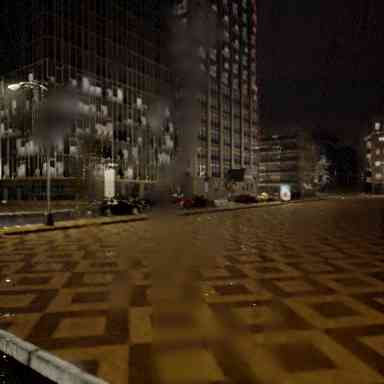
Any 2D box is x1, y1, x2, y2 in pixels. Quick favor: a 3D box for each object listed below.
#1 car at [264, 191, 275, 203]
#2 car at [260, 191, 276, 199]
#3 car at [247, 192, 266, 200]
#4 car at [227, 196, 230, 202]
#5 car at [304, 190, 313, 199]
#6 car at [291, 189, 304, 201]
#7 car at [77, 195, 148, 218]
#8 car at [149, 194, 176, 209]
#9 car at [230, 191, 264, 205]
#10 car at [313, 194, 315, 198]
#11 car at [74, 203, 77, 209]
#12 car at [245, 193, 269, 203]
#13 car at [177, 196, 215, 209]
[{"bbox_3d":[10.295,0.821,47.053,1.752,1.417,4.829,0,1,35],"label":"car"},{"bbox_3d":[15.981,0.585,69.964,1.967,1.590,4.097,0,1,35],"label":"car"},{"bbox_3d":[12.717,0.724,65.256,1.752,1.417,4.829,0,1,35],"label":"car"},{"bbox_3d":[7.220,0.884,52.620,1.994,1.385,4.181,0,0,35],"label":"car"},{"bbox_3d":[19.698,0.454,60.618,2.192,1.841,5.009,0,1,35],"label":"car"},{"bbox_3d":[16.531,0.507,56.049,2.192,1.841,5.009,0,1,35],"label":"car"},{"bbox_3d":[-5.638,1.111,24.070,2.008,1.369,4.403,0,1,35],"label":"car"},{"bbox_3d":[-4.326,0.990,36.129,2.128,1.511,4.902,0,0,35],"label":"car"},{"bbox_3d":[7.031,0.894,42.345,1.887,1.381,4.507,0,1,35],"label":"car"},{"bbox_3d":[22.867,0.632,65.189,1.887,1.381,4.507,0,1,35],"label":"car"},{"bbox_3d":[-9.455,1.093,33.273,1.752,1.417,4.829,0,1,35],"label":"car"},{"bbox_3d":[10.089,0.845,51.350,1.994,1.385,4.181,0,0,35],"label":"car"},{"bbox_3d":[0.696,1.037,33.208,1.802,1.307,4.206,0,1,35],"label":"car"}]
